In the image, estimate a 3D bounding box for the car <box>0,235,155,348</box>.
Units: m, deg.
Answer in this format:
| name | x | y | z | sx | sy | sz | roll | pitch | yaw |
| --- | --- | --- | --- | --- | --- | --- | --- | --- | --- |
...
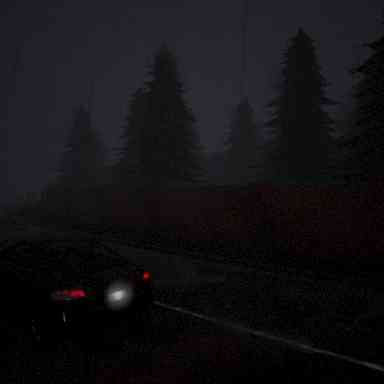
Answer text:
| name | x | y | z | sx | sy | sz | roll | pitch | yaw |
| --- | --- | --- | --- | --- | --- | --- | --- | --- | --- |
| car | -2.672 | 1.539 | 6.360 | 4.181 | 1.385 | 1.994 | 0 | 0 | 40 |
